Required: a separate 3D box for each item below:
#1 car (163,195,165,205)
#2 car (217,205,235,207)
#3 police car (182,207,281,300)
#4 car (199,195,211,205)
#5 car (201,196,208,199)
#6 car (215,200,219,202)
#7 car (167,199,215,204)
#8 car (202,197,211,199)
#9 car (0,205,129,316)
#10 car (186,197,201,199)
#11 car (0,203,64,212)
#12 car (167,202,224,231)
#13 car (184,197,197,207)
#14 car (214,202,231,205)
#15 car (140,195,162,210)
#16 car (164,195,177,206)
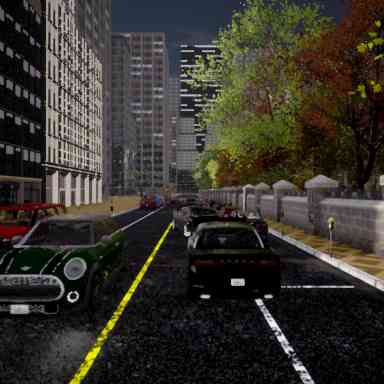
[{"bbox_3d":[-5.686,1.564,55.004,1.802,1.307,4.206,0,0,0],"label":"car"},{"bbox_3d":[2.526,1.548,16.111,2.008,1.369,4.403,0,0,0],"label":"car"},{"bbox_3d":[0.819,1.424,8.585,1.930,1.638,5.238,0,0,0],"label":"police car"},{"bbox_3d":[2.313,1.418,60.509,1.967,1.590,4.097,0,0,0],"label":"car"},{"bbox_3d":[2.366,1.568,49.410,1.802,1.307,4.206,0,0,0],"label":"car"},{"bbox_3d":[2.472,1.561,27.211,1.947,1.339,4.313,0,0,0],"label":"car"},{"bbox_3d":[0.078,1.501,24.801,1.837,1.490,4.892,0,0,17],"label":"car"},{"bbox_3d":[2.419,1.557,38.310,1.947,1.339,4.313,0,0,0],"label":"car"},{"bbox_3d":[-2.859,1.351,7.751,2.097,1.767,4.553,0,0,0],"label":"car"},{"bbox_3d":[-0.156,1.515,43.468,1.812,1.442,4.674,0,0,0],"label":"car"},{"bbox_3d":[-5.475,1.314,10.673,2.192,1.841,5.009,0,0,0],"label":"car"},{"bbox_3d":[0.174,1.502,18.208,1.837,1.490,4.892,0,0,-15],"label":"car"},{"bbox_3d":[-0.215,1.531,53.451,2.033,1.411,5.357,0,0,0],"label":"car"},{"bbox_3d":[2.499,1.578,21.661,1.802,1.307,4.206,0,0,0],"label":"car"},{"bbox_3d":[-5.633,1.304,43.922,2.192,1.841,5.009,0,0,0],"label":"car"},{"bbox_3d":[-2.965,1.548,52.721,1.994,1.385,4.181,0,0,0],"label":"car"}]
